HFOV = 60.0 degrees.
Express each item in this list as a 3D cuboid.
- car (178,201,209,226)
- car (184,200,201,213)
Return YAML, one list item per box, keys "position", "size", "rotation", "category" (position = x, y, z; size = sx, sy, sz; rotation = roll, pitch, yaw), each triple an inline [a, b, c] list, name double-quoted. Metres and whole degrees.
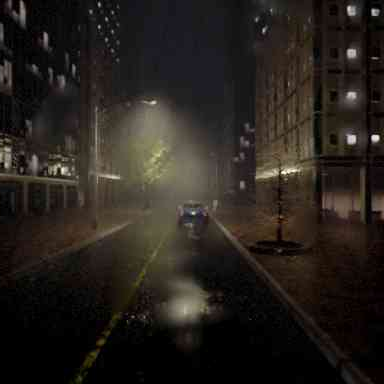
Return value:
- position: [0.094, 1.482, 24.321]
  size: [2.097, 1.767, 4.553]
  rotation: [0, 0, 0]
  category: "car"
- position: [0.089, 1.775, 41.663]
  size: [2.033, 1.411, 5.357]
  rotation: [0, 0, 0]
  category: "car"
